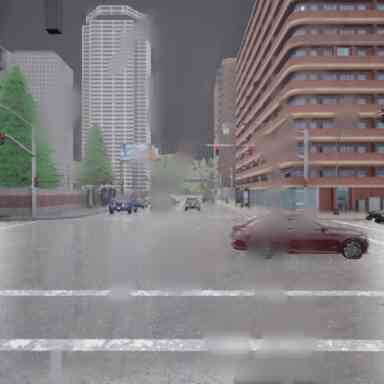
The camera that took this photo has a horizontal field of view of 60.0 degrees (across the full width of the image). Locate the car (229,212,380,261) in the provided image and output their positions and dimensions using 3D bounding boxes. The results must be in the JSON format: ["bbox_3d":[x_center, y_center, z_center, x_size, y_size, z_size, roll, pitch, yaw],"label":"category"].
[{"bbox_3d":[3.636,1.511,11.615,4.674,1.442,1.812,0,0,-1],"label":"car"}]

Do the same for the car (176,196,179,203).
[{"bbox_3d":[-3.663,1.547,57.054,2.033,1.411,5.357,0,0,0],"label":"car"}]

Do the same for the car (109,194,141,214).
[{"bbox_3d":[-7.150,1.222,35.187,2.150,2.045,5.566,0,0,0],"label":"car"}]

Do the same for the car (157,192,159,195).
[{"bbox_3d":[-7.134,1.352,64.775,2.097,1.767,4.553,0,0,0],"label":"car"}]

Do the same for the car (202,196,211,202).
[{"bbox_3d":[3.391,1.576,78.236,1.895,1.301,4.718,0,0,0],"label":"car"}]

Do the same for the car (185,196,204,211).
[{"bbox_3d":[0.065,1.547,41.272,2.033,1.411,5.357,0,0,0],"label":"car"}]

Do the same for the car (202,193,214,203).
[{"bbox_3d":[3.405,1.221,68.668,2.150,2.045,5.566,0,0,0],"label":"car"}]

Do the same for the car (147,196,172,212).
[{"bbox_3d":[-3.651,1.526,38.247,1.812,1.442,4.674,0,0,0],"label":"car"}]

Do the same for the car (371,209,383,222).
[{"bbox_3d":[15.000,1.492,23.239,5.357,1.411,2.033,0,0,-12],"label":"car"}]

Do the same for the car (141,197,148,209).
[{"bbox_3d":[-7.163,1.547,45.437,2.033,1.411,5.357,0,0,0],"label":"car"}]

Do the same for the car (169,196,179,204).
[{"bbox_3d":[-3.615,1.526,67.010,1.812,1.442,4.674,0,0,0],"label":"car"}]

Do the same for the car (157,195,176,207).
[{"bbox_3d":[-3.658,1.526,47.343,1.812,1.442,4.674,0,0,0],"label":"car"}]

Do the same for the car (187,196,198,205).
[{"bbox_3d":[0.017,1.477,58.894,1.882,1.535,5.008,0,0,0],"label":"car"}]
